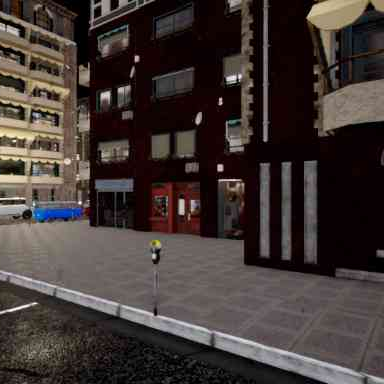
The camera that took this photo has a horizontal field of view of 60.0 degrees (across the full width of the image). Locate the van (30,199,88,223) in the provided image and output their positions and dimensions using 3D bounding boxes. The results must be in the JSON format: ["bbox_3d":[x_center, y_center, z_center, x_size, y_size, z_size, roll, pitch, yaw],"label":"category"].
[{"bbox_3d":[-11.375,1.706,28.473,1.690,1.788,3.998,-1,-2,35],"label":"van"}]

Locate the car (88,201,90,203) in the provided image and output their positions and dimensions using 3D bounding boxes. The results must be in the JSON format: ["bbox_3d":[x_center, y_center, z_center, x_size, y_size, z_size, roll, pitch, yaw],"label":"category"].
[{"bbox_3d":[-11.418,2.079,38.624,1.994,1.385,4.181,0,-1,35],"label":"car"}]

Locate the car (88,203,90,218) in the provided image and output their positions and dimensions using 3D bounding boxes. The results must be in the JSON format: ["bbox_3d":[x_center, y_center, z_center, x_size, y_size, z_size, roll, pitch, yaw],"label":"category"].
[{"bbox_3d":[-8.306,2.037,33.083,1.947,1.339,4.313,-1,-2,35],"label":"car"}]

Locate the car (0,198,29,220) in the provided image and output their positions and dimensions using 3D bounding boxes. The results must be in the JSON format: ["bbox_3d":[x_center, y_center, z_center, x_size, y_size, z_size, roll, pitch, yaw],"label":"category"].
[{"bbox_3d":[-17.156,1.546,30.576,2.150,2.045,5.566,0,-1,34],"label":"car"}]
